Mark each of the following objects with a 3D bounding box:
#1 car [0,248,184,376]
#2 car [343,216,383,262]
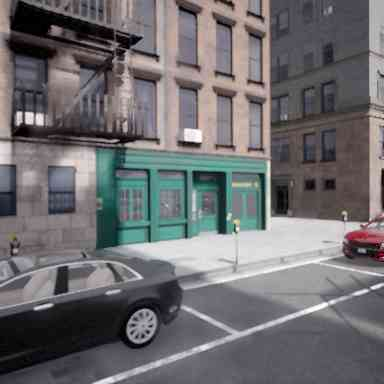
[{"bbox_3d":[-2.186,1.545,4.631,4.403,1.369,2.008,-1,0,-35],"label":"car"},{"bbox_3d":[6.789,1.455,11.028,4.507,1.381,1.887,-1,0,-35],"label":"car"}]
